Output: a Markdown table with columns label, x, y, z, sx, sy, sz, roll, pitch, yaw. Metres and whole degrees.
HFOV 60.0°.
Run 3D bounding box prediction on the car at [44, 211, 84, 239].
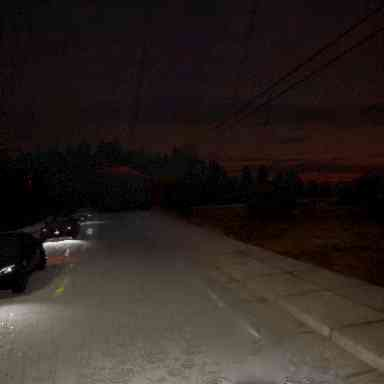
| label | x | y | z | sx | sy | sz | roll | pitch | yaw |
| --- | --- | --- | --- | --- | --- | --- | --- | --- | --- |
| car | -8.389 | 2.252 | 21.426 | 1.994 | 1.385 | 4.181 | -3 | 0 | -13 |

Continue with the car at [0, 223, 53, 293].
| label | x | y | z | sx | sy | sz | roll | pitch | yaw |
| --- | --- | --- | --- | --- | --- | --- | --- | --- | --- |
| car | -5.639 | 1.953 | 9.912 | 1.812 | 1.442 | 4.674 | -3 | -1 | -14 |

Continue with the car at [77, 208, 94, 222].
| label | x | y | z | sx | sy | sz | roll | pitch | yaw |
| --- | --- | --- | --- | --- | --- | --- | --- | --- | --- |
| car | -12.138 | 2.570 | 37.450 | 1.812 | 1.442 | 4.674 | -3 | -1 | -13 |
